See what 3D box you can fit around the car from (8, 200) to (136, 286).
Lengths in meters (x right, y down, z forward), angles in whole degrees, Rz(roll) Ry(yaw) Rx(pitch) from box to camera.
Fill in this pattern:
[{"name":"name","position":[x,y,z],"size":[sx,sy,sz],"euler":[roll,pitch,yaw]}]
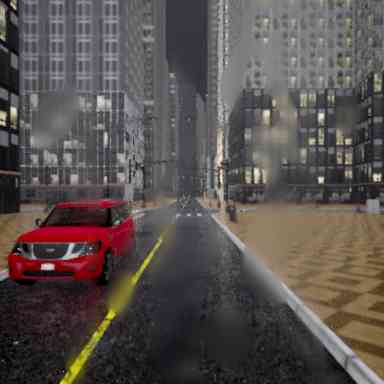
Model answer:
[{"name":"car","position":[-3.096,1.276,9.914],"size":[2.150,2.045,5.566],"euler":[0,0,0]}]

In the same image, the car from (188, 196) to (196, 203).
[{"name":"car","position":[0.027,2.052,83.987],"size":[1.812,1.442,4.674],"euler":[0,0,0]}]

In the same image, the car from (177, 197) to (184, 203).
[{"name":"car","position":[-2.972,2.064,86.075],"size":[2.128,1.511,4.902],"euler":[0,0,0]}]
